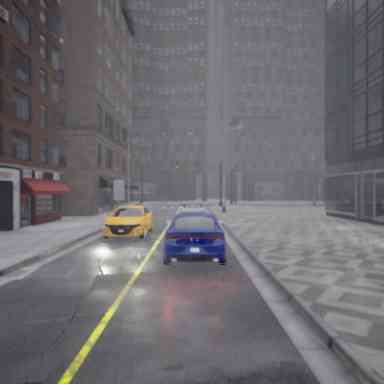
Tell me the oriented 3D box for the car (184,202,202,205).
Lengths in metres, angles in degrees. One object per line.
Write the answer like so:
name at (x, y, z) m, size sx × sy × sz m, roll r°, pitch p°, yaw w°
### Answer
car at (0.086, 1.517, 28.701) m, size 1.895 × 1.301 × 4.718 m, roll 0°, pitch 0°, yaw 0°

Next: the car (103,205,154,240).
car at (-3.104, 1.425, 17.010) m, size 1.882 × 1.535 × 5.008 m, roll 0°, pitch 0°, yaw 0°

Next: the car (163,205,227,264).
car at (0.087, 1.440, 11.651) m, size 1.882 × 1.535 × 5.008 m, roll 0°, pitch 0°, yaw 0°
